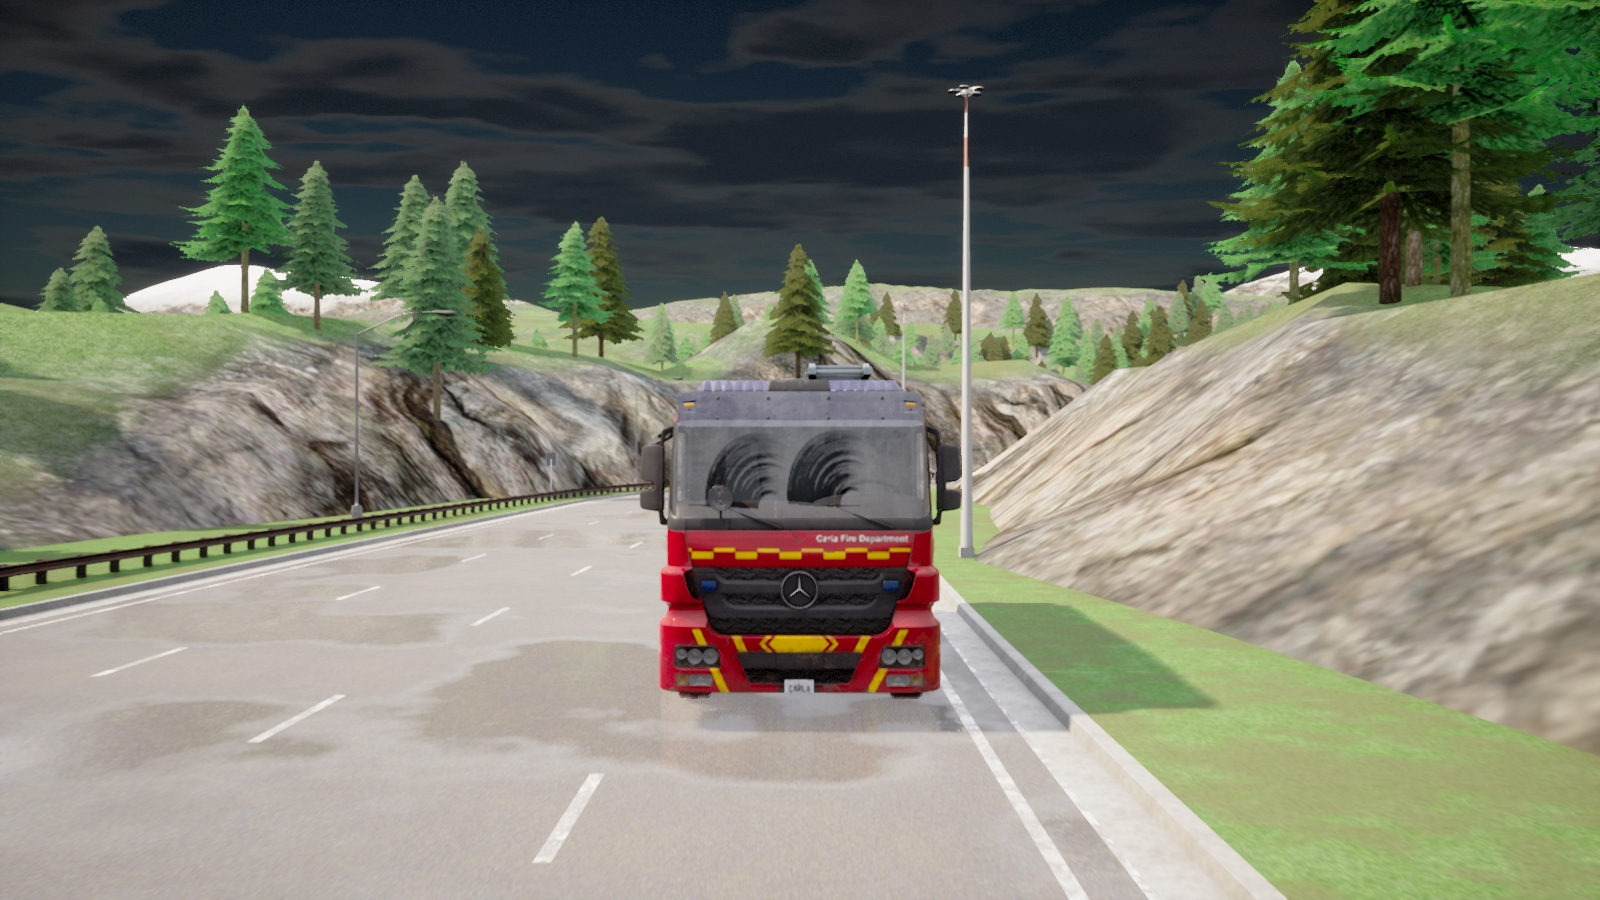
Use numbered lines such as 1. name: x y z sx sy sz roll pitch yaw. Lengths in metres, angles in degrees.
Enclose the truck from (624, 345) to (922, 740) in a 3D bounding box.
1. truck: -0.223 0.898 15.323 2.891 3.827 8.468 0 0 0
